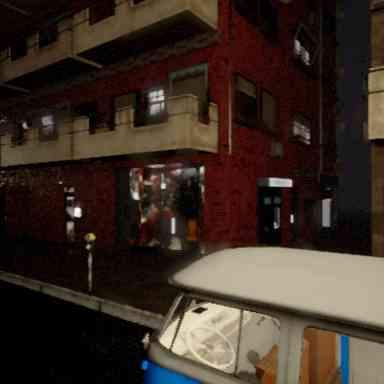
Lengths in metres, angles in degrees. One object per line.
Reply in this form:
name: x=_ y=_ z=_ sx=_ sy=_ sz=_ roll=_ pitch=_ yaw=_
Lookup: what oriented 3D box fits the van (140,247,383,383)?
van: x=1.463 y=1.341 z=1.835 sx=3.998 sy=1.788 sz=1.690 roll=0 pitch=0 yaw=36
